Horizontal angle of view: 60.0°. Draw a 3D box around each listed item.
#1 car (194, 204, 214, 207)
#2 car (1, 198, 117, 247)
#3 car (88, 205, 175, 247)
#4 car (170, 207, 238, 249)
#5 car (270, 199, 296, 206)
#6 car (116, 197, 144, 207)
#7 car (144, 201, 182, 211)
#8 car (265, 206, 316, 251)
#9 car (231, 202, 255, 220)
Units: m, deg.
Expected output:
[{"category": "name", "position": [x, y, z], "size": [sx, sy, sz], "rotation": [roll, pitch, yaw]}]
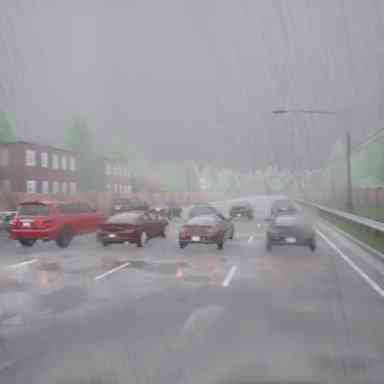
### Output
[{"category": "car", "position": [1.039, 1.741, 30.274], "size": [1.994, 1.385, 4.181], "rotation": [-1, 0, 15]}, {"category": "car", "position": [-6.153, 1.424, 16.353], "size": [2.150, 2.045, 5.566], "rotation": [-1, 0, 14]}, {"category": "car", "position": [-2.635, 1.624, 15.944], "size": [1.882, 1.535, 5.008], "rotation": [-1, 0, 15]}, {"category": "car", "position": [0.729, 1.610, 14.972], "size": [1.812, 1.442, 4.674], "rotation": [-1, 0, 15]}, {"category": "car", "position": [7.763, 1.402, 28.339], "size": [2.097, 1.767, 4.553], "rotation": [-1, -1, 14]}, {"category": "car", "position": [-5.817, 1.516, 31.751], "size": [2.150, 2.045, 5.566], "rotation": [-1, 0, 14]}, {"category": "car", "position": [-2.406, 1.588, 30.947], "size": [2.097, 1.767, 4.553], "rotation": [-1, -1, 14]}, {"category": "car", "position": [4.118, 1.547, 14.102], "size": [1.812, 1.442, 4.674], "rotation": [-1, 0, 15]}, {"category": "car", "position": [4.436, 1.622, 29.433], "size": [1.837, 1.490, 4.892], "rotation": [-1, 0, 15]}]
